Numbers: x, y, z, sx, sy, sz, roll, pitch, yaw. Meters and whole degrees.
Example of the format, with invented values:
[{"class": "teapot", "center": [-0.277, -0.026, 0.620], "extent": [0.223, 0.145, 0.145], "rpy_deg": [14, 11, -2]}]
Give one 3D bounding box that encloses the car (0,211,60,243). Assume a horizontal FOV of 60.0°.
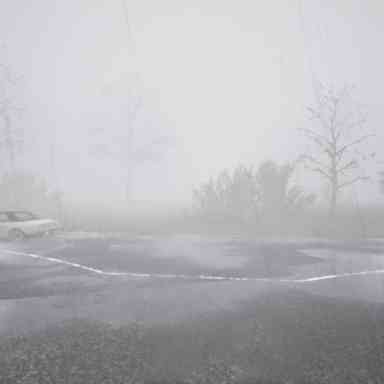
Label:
[{"class": "car", "center": [-8.737, 1.543, 15.369], "extent": [4.718, 1.301, 1.895], "rpy_deg": [0, 0, 8]}]
